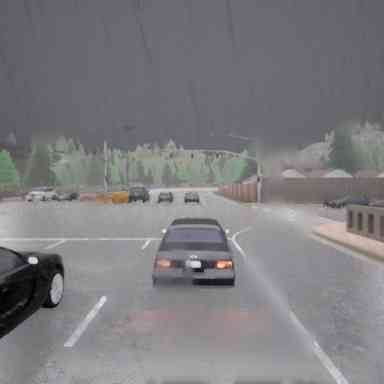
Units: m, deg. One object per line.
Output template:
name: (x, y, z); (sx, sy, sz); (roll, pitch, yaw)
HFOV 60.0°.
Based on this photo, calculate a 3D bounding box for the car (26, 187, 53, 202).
car: (-21.208, 0.335, 47.099); (2.150, 2.045, 5.566); (0, 1, 0)

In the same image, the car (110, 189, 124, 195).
car: (-17.702, 0.027, 78.366); (2.033, 1.411, 5.357); (0, 1, 0)

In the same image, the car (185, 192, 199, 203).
car: (-0.018, 0.703, 45.864); (1.994, 1.385, 4.181); (0, 1, 0)

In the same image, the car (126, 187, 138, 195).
car: (-14.203, -0.179, 78.753); (2.097, 1.767, 4.553); (0, 1, 0)

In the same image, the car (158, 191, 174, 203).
car: (-3.516, 0.641, 45.342); (2.128, 1.511, 4.902); (0, 1, 0)

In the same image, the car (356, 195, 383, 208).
car: (17.798, 1.016, 29.131); (5.357, 1.411, 2.033); (0, 1, 2)

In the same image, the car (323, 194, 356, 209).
car: (15.817, 0.946, 32.699); (5.357, 1.411, 2.033); (0, 1, 2)

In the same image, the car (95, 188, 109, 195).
car: (-21.202, -0.041, 78.563); (1.882, 1.535, 5.008); (0, 1, 0)

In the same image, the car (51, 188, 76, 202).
car: (-17.710, 0.597, 47.486); (2.128, 1.511, 4.902); (0, 1, 0)

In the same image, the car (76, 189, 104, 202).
car: (-14.208, 0.471, 46.845); (2.097, 1.767, 4.553); (0, 1, 0)

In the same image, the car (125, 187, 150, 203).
car: (-7.014, 0.388, 44.471); (2.150, 2.045, 5.566); (0, 1, 0)

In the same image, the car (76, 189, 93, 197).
car: (-21.170, 0.249, 65.906); (1.837, 1.490, 4.892); (0, 1, 0)

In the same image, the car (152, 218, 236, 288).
car: (0.088, 1.409, 8.986); (2.033, 1.411, 5.357); (0, 1, 1)

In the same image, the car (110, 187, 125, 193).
car: (-14.195, 0.004, 64.059); (2.150, 2.045, 5.566); (0, 1, 0)

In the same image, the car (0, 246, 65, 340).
car: (-3.453, 1.417, 4.613); (1.882, 1.535, 5.008); (0, 1, 0)
